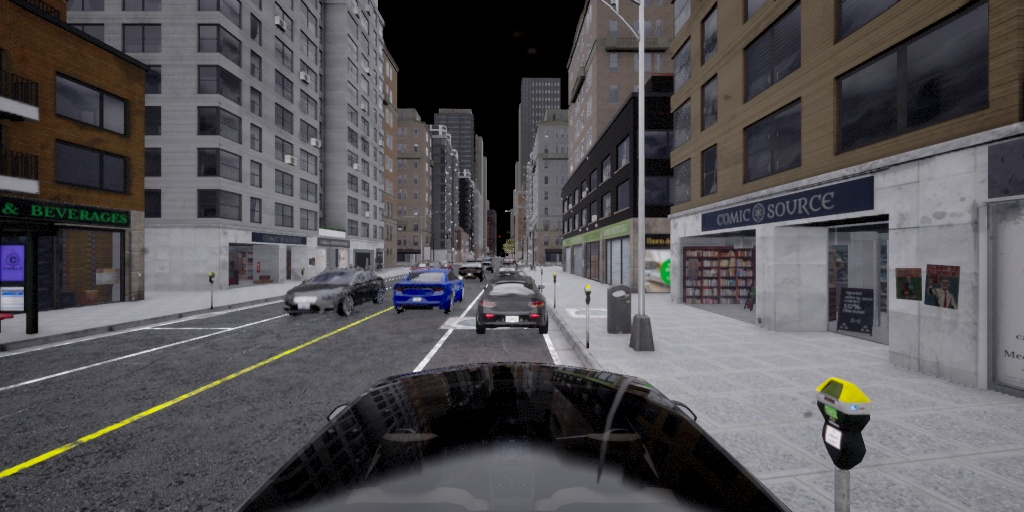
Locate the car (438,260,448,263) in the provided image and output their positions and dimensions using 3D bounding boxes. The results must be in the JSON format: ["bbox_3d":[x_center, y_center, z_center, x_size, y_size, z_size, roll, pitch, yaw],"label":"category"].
[{"bbox_3d":[-8.814,1.317,40.303,1.948,1.339,4.313,0,0,0],"label":"car"}]

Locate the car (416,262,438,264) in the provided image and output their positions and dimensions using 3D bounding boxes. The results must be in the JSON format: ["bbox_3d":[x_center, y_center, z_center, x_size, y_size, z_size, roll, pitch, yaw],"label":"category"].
[{"bbox_3d":[-8.814,1.333,34.778,1.802,1.307,4.207,0,0,0],"label":"car"}]

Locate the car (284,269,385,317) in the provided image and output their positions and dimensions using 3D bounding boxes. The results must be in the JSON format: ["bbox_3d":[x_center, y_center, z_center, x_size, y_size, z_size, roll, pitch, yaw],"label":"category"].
[{"bbox_3d":[-6.246,1.242,13.216,2.128,1.511,4.902,0,0,0],"label":"car"}]

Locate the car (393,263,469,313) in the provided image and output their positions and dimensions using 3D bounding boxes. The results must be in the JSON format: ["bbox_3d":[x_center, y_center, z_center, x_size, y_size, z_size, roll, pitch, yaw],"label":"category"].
[{"bbox_3d":[-3.044,1.228,13.976,1.882,1.535,5.008,0,0,0],"label":"car"}]

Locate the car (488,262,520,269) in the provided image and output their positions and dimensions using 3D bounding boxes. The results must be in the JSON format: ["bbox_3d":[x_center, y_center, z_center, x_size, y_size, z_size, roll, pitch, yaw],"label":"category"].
[{"bbox_3d":[-0.288,1.301,23.738,2.007,1.370,4.403,0,0,0],"label":"car"}]

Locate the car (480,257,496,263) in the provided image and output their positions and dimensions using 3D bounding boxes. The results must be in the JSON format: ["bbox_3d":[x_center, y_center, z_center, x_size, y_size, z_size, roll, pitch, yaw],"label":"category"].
[{"bbox_3d":[-3.047,1.257,44.054,1.837,1.490,4.892,0,0,0],"label":"car"}]

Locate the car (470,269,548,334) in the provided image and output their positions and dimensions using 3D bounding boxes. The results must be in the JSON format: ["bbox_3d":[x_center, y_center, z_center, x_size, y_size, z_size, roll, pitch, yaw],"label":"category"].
[{"bbox_3d":[0.003,1.276,10.500,1.812,1.442,4.674,0,0,0],"label":"car"}]

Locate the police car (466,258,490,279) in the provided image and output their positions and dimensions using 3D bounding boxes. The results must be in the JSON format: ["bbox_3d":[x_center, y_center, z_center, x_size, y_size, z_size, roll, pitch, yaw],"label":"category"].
[{"bbox_3d":[-3.146,1.176,29.217,1.930,1.638,5.238,0,0,0],"label":"police car"}]

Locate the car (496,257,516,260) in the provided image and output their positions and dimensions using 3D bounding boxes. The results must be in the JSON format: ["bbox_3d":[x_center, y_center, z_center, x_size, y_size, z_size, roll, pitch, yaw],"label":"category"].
[{"bbox_3d":[-0.288,1.066,40.309,2.192,1.841,5.009,0,0,0],"label":"car"}]

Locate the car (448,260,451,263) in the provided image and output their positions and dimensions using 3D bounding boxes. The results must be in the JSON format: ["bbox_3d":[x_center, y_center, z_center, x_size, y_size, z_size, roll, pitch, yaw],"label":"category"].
[{"bbox_3d":[-8.814,1.191,45.828,1.967,1.591,4.097,0,0,0],"label":"car"}]
